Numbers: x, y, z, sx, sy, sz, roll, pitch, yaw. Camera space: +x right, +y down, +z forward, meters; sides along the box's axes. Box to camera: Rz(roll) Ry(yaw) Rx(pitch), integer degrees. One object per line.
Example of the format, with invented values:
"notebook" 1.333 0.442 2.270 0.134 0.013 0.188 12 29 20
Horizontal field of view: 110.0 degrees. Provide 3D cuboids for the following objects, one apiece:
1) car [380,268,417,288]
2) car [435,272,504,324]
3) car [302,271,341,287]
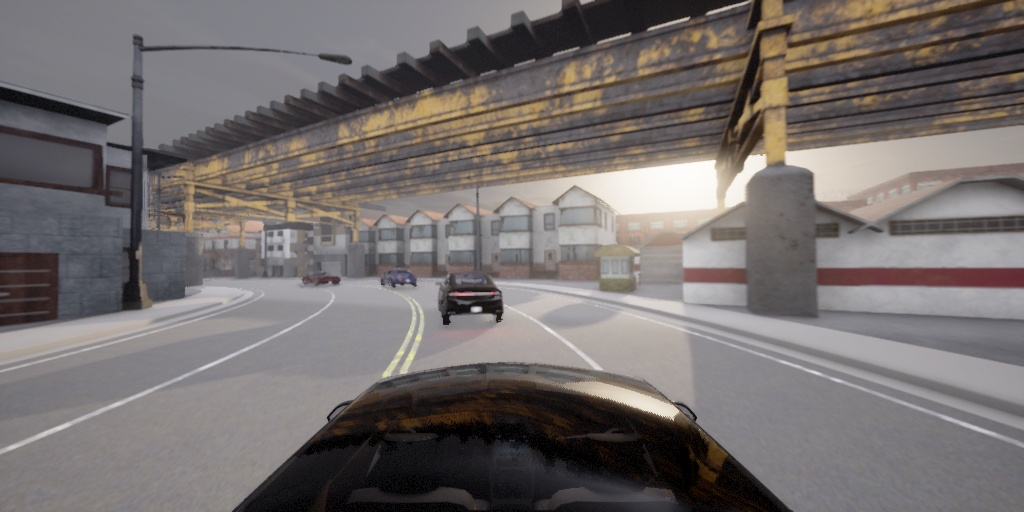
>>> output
"car" -8.911 1.696 28.078 1.812 1.442 4.674 0 -2 -35
"car" -1.542 1.293 12.283 2.128 1.511 4.902 0 -1 -13
"car" -17.014 2.009 31.993 4.718 1.301 1.895 -2 -2 44
